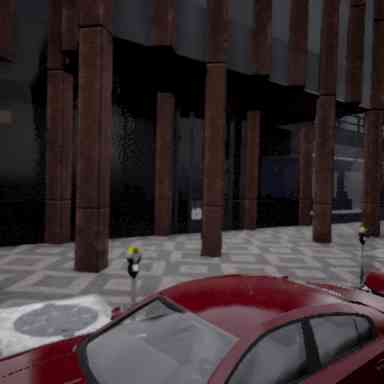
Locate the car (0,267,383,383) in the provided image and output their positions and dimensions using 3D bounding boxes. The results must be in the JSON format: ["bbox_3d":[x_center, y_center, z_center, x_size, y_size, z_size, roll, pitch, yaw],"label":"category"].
[{"bbox_3d":[0.259,1.486,2.797,4.507,1.381,1.887,1,1,-34],"label":"car"}]
